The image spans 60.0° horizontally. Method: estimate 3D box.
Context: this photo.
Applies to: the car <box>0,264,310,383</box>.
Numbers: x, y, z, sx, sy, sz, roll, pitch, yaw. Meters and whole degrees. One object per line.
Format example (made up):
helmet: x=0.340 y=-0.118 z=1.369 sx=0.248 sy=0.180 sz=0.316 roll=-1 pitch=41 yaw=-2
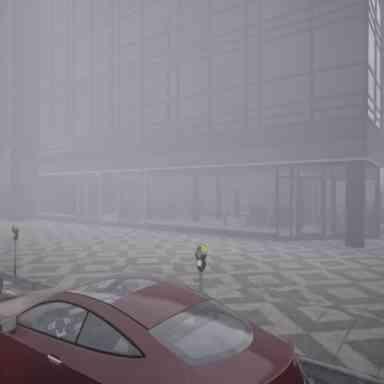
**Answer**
car: x=-0.922 y=1.582 z=3.625 sx=4.206 sy=1.307 sz=1.802 roll=0 pitch=0 yaw=36
